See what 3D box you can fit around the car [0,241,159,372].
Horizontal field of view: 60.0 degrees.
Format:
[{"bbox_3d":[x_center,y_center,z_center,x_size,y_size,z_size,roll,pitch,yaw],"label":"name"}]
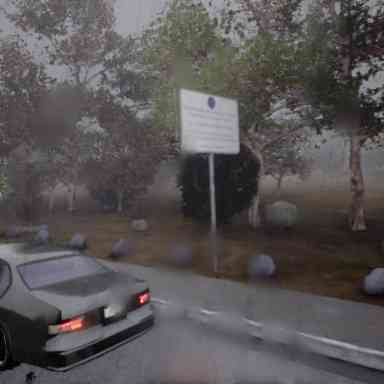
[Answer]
[{"bbox_3d":[-3.057,1.598,5.747,5.357,1.411,2.033,-1,0,36],"label":"car"}]
